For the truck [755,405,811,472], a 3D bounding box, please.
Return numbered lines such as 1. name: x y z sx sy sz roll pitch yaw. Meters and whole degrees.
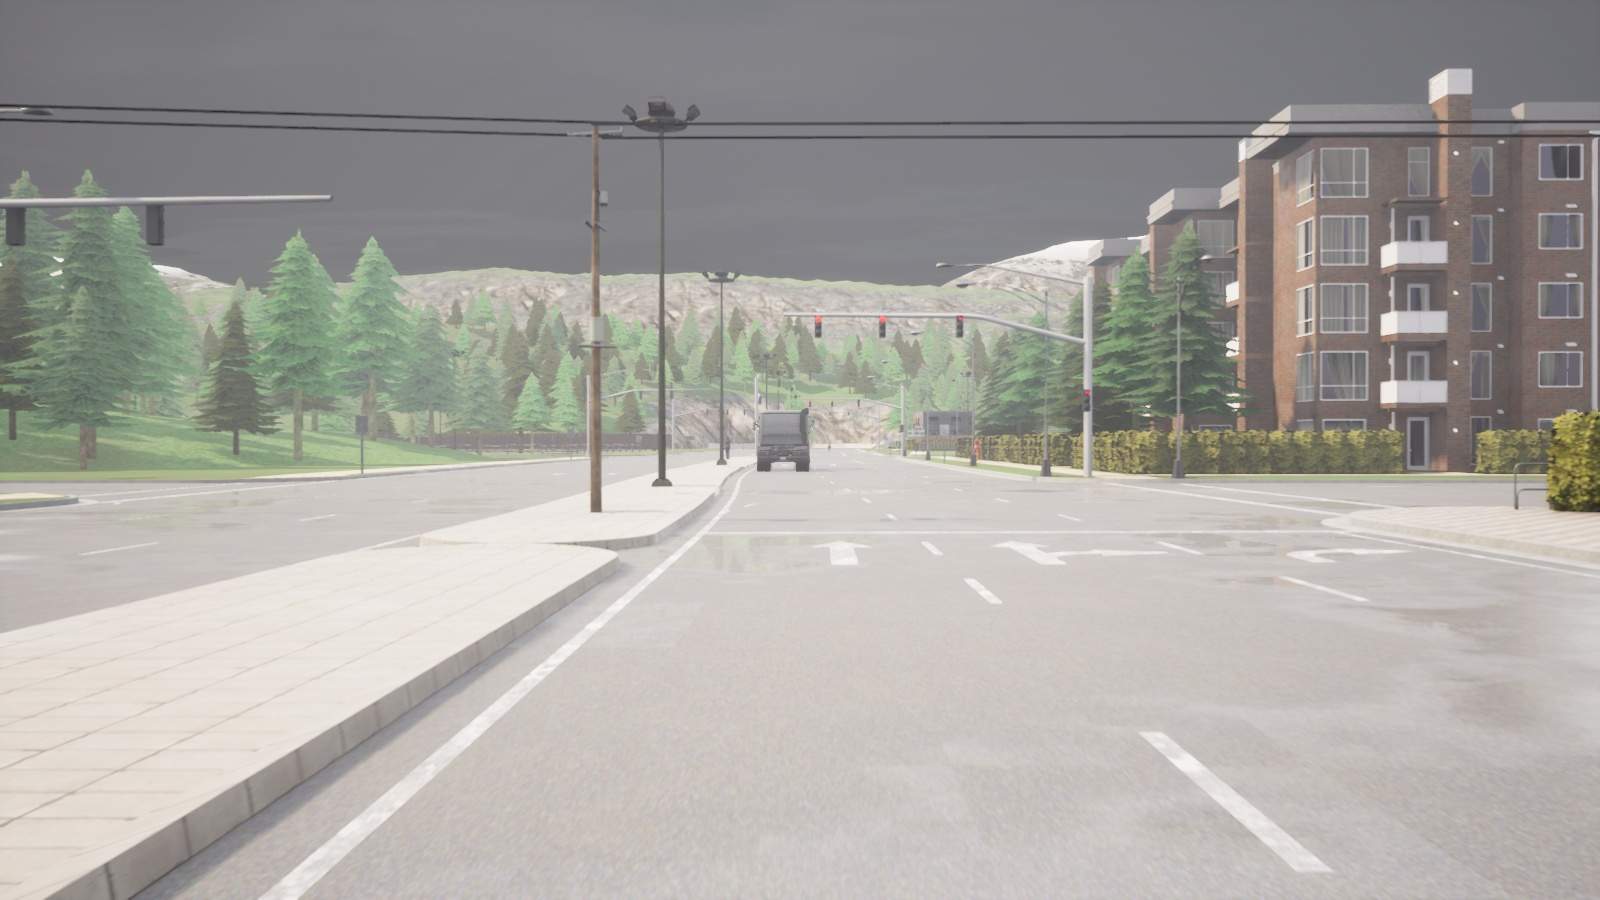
1. truck: -0.881 -0.624 68.773 2.891 3.462 7.936 0 0 0
